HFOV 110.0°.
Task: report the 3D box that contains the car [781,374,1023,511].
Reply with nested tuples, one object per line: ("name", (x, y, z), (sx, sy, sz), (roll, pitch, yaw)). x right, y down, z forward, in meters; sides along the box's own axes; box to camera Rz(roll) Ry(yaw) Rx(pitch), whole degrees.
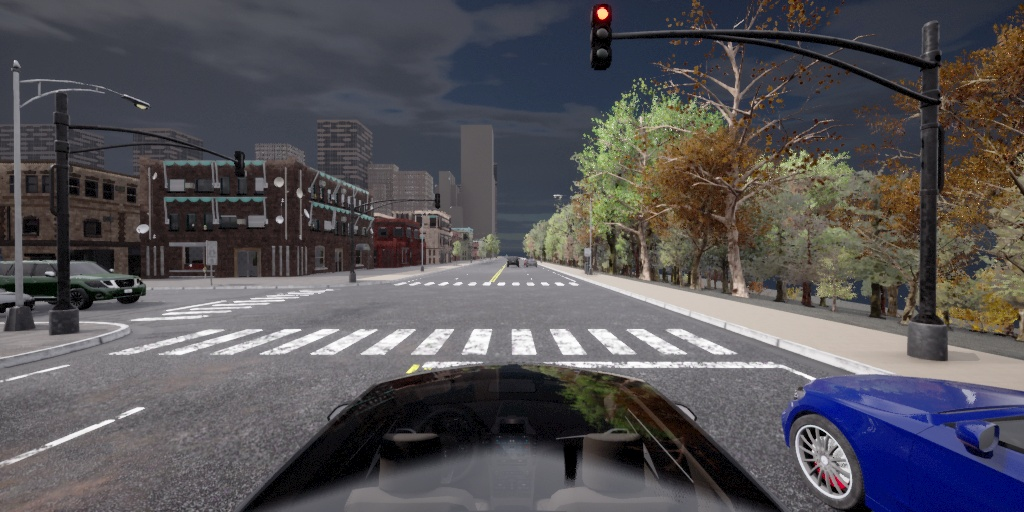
("car", (3.346, 1.276, 1.331), (1.812, 1.442, 4.674), (0, 0, 2))

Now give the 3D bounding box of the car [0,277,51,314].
("car", (-19.926, 1.565, 12.773), (4.313, 1.339, 1.948), (0, 0, 0))

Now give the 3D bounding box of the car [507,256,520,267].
("car", (0.219, 0.948, 63.715), (2.150, 2.045, 5.566), (0, 0, 1))

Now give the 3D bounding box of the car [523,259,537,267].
("car", (3.472, 1.218, 63.875), (2.128, 1.511, 4.902), (0, 0, 0))

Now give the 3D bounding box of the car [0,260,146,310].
("car", (-19.311, 1.186, 15.475), (5.566, 2.045, 2.150), (-1, 1, 0))
